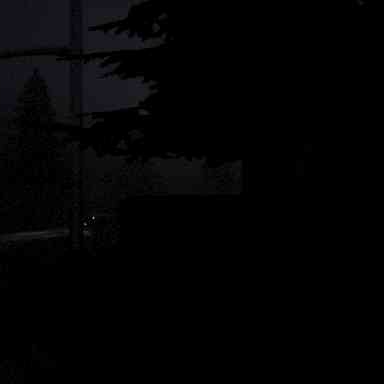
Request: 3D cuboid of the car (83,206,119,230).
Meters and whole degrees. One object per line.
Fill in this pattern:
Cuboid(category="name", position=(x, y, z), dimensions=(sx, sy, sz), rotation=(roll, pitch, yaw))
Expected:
Cuboid(category="car", position=(-5.019, 1.586, 21.412), dimensions=(1.895, 1.301, 4.718), rotation=(0, 0, 36))
